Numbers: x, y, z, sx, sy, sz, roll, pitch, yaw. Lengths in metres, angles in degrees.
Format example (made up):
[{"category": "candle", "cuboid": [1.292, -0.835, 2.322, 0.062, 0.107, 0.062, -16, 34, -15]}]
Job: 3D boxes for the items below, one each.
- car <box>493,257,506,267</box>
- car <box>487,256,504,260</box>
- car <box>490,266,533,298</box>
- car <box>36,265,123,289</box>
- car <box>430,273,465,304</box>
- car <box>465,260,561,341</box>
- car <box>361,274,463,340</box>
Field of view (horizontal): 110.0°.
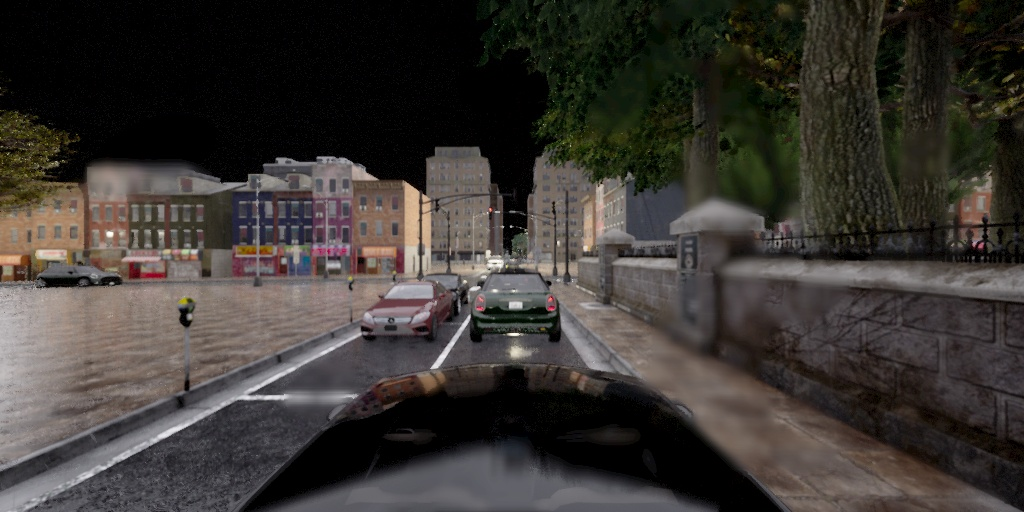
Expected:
[{"category": "car", "cuboid": [-2.281, 1.106, 64.941, 2.097, 1.767, 4.553, 0, 0, 0]}, {"category": "car", "cuboid": [-2.298, 0.977, 50.326, 2.150, 2.045, 5.566, 0, 0, 0]}, {"category": "car", "cuboid": [-0.147, 1.319, 19.458, 1.994, 1.385, 4.181, 0, 0, -5]}, {"category": "car", "cuboid": [-31.735, 1.491, 26.401, 4.553, 1.767, 2.097, -1, 0, 0]}, {"category": "car", "cuboid": [-2.640, 1.319, 13.561, 1.948, 1.339, 4.313, 0, 0, 0]}, {"category": "car", "cuboid": [0.072, 1.104, 10.014, 2.097, 1.767, 4.553, 0, 0, 0]}, {"category": "car", "cuboid": [-2.639, 1.334, 9.898, 1.802, 1.307, 4.207, 0, 0, 0]}]
